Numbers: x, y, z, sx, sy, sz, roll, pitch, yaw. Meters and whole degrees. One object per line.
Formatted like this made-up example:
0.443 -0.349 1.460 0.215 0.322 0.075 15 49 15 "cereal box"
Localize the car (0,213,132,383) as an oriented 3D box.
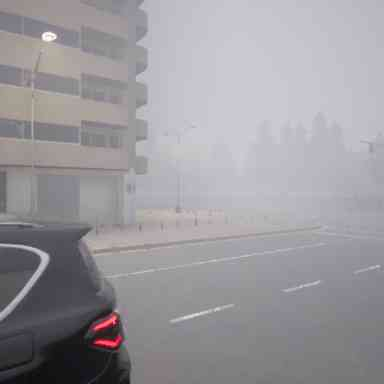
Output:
-3.084 1.219 1.772 5.566 2.045 2.150 0 0 -36 "car"
